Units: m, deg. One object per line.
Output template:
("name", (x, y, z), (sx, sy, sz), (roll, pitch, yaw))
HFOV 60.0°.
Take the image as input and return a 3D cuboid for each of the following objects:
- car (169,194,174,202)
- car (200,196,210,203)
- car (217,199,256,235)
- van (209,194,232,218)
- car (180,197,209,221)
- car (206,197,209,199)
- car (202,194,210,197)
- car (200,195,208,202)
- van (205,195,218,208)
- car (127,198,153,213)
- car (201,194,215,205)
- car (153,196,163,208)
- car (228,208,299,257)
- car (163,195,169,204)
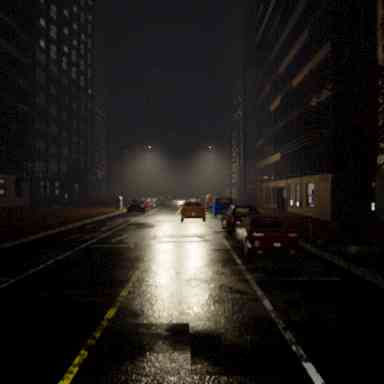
("car", (-5.692, 1.434, 74.798), (2.008, 1.369, 4.403), (1, 0, 0))
("car", (2.689, 1.475, 69.176), (1.802, 1.307, 4.206), (1, 0, 0))
("car", (2.697, 1.415, 18.403), (1.967, 1.590, 4.097), (0, 0, 0))
("van", (2.696, 1.300, 29.685), (1.690, 1.788, 3.998), (1, 0, 0))
("car", (0.097, 1.441, 26.647), (1.882, 1.535, 5.008), (0, 0, 0))
("car", (2.694, 1.501, 35.328), (2.008, 1.369, 4.403), (1, 0, 0))
("car", (2.695, 1.256, 40.969), (2.192, 1.841, 5.009), (1, 0, 0))
("car", (2.689, 1.408, 74.987), (1.752, 1.417, 4.829), (1, 0, 0))
("van", (2.695, 1.272, 46.611), (1.690, 1.788, 3.998), (1, 0, 0))
("car", (-5.685, 1.391, 35.298), (1.967, 1.590, 4.097), (1, 0, 0))
("car", (2.694, 1.227, 57.893), (2.192, 1.841, 5.009), (1, 0, 0))
("car", (-5.688, 1.483, 46.584), (2.008, 1.369, 4.403), (1, 0, 0))
("car", (2.697, 1.527, 12.762), (1.887, 1.381, 4.507), (0, 0, 0))
("car", (-5.690, 1.464, 57.869), (2.008, 1.369, 4.403), (1, 0, 0))
